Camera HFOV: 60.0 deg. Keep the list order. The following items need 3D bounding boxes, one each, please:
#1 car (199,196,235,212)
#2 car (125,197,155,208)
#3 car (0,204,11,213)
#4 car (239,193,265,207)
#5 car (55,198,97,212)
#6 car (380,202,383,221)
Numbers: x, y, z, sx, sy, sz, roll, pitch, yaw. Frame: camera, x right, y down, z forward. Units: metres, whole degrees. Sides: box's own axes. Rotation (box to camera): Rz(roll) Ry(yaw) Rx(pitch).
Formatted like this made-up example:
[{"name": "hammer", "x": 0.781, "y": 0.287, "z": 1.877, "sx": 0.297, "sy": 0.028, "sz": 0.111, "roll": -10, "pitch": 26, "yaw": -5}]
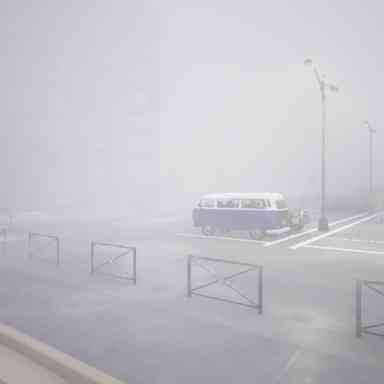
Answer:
[{"name": "car", "x": 3.279, "y": 1.545, "z": 43.089, "sx": 1.895, "sy": 1.301, "sz": 4.718, "roll": 0, "pitch": 0, "yaw": 36}, {"name": "car", "x": -7.246, "y": 1.436, "z": 46.758, "sx": 2.128, "sy": 1.511, "sz": 4.902, "roll": 0, "pitch": 0, "yaw": 36}, {"name": "car", "x": -19.376, "y": 1.492, "z": 29.908, "sx": 2.033, "sy": 1.411, "sz": 5.357, "roll": 0, "pitch": 0, "yaw": 36}, {"name": "car", "x": 10.795, "y": 1.449, "z": 59.537, "sx": 1.837, "sy": 1.490, "sz": 4.892, "roll": 0, "pitch": 0, "yaw": 36}, {"name": "car", "x": -13.319, "y": 1.422, "z": 38.325, "sx": 1.882, "sy": 1.535, "sz": 5.008, "roll": 0, "pitch": 0, "yaw": 36}, {"name": "car", "x": 17.298, "y": 1.153, "z": 25.445, "sx": 4.605, "sy": 1.855, "sz": 1.932, "roll": 0, "pitch": 0, "yaw": 36}]
